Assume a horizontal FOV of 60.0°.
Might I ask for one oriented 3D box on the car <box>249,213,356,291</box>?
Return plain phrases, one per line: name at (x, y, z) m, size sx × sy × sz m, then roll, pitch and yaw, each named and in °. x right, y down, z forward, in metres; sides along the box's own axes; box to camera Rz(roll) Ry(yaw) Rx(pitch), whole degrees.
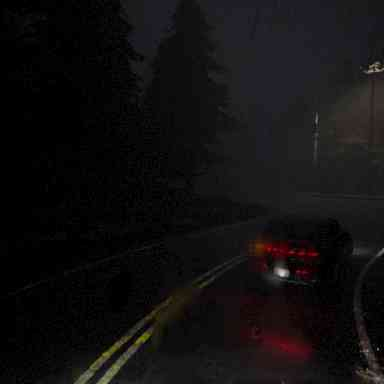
car at (3.050, 1.321, 8.839) m, size 1.837 × 1.490 × 4.892 m, roll 3°, pitch 3°, yaw 30°
